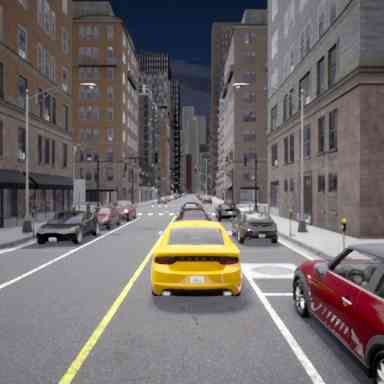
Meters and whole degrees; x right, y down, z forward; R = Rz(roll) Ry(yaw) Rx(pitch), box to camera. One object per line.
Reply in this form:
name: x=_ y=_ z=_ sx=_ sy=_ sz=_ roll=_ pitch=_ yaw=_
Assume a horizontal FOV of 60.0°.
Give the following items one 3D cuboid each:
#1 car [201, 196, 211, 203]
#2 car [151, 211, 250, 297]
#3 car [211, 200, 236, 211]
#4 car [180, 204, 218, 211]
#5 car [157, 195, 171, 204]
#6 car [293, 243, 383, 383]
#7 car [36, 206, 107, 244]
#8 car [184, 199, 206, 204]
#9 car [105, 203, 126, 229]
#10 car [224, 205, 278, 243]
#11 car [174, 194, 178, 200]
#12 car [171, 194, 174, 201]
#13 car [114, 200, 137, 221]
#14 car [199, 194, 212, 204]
car: x=2.868 y=1.565 z=69.397 sx=1.752 sy=1.417 sz=4.829 roll=0 pitch=0 yaw=0
car: x=0.090 y=1.476 z=8.649 sx=1.882 sy=1.535 sz=5.008 roll=0 pitch=0 yaw=0
car: x=2.843 y=1.564 z=26.727 sx=1.947 sy=1.339 sz=4.313 roll=0 pitch=0 yaw=0
car: x=0.098 y=1.562 z=17.643 sx=1.994 sy=1.385 sz=4.181 roll=0 pitch=0 yaw=-1
car: x=-5.665 y=1.613 z=63.827 sx=1.802 sy=1.307 sz=4.206 roll=0 pitch=0 yaw=0
car: x=2.853 y=1.439 z=4.722 sx=1.967 sy=1.590 sz=4.097 roll=0 pitch=0 yaw=0
car: x=-5.677 y=1.564 z=15.721 sx=1.947 sy=1.339 sz=4.313 roll=0 pitch=0 yaw=0
car: x=-0.012 y=1.524 z=26.453 sx=1.812 sy=1.442 sz=4.674 roll=0 pitch=0 yaw=1
car: x=-5.680 y=1.580 z=21.222 sx=1.802 sy=1.307 sz=4.206 roll=0 pitch=0 yaw=0
car: x=2.848 y=1.549 z=15.725 sx=2.008 sy=1.369 sz=4.403 roll=0 pitch=0 yaw=0
car: x=-5.628 y=1.619 z=90.699 sx=1.752 sy=1.417 sz=4.829 roll=0 pitch=0 yaw=0
car: x=-5.649 y=1.601 z=74.643 sx=2.008 sy=1.369 sz=4.403 roll=0 pitch=0 yaw=0
car: x=-5.682 y=1.438 z=26.724 sx=1.967 sy=1.590 sz=4.097 roll=0 pitch=0 yaw=0
car: x=2.860 y=1.471 z=63.818 sx=1.967 sy=1.590 sz=4.097 roll=0 pitch=0 yaw=0
